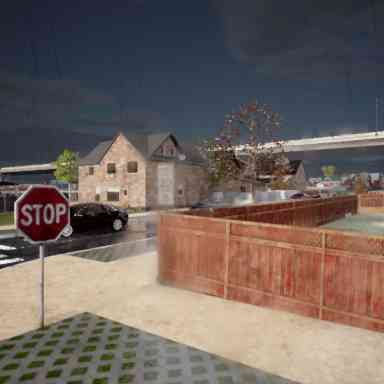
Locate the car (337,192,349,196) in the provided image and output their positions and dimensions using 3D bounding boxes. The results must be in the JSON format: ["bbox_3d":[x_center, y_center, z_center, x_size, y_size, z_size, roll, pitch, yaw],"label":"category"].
[{"bbox_3d":[21.478,0.695,47.760,2.033,1.411,5.357,0,1,37],"label":"car"}]

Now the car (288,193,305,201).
[{"bbox_3d":[13.617,0.839,41.905,1.812,1.442,4.674,0,1,37],"label":"car"}]

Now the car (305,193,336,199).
[{"bbox_3d":[15.388,0.842,39.541,1.812,1.442,4.674,0,1,37],"label":"car"}]

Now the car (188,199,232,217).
[{"bbox_3d":[1.477,1.203,25.764,1.994,1.385,4.181,0,1,37],"label":"car"}]

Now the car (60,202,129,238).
[{"bbox_3d":[-5.406,1.323,16.635,1.837,1.490,4.892,0,1,38],"label":"car"}]
